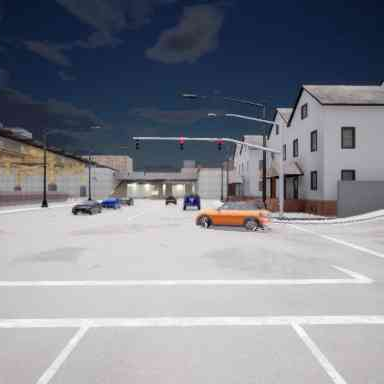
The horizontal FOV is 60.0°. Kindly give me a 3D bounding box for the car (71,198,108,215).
[{"bbox_3d":[-10.683,1.547,34.345,2.033,1.411,5.357,0,0,0],"label":"car"}]

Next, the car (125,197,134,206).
[{"bbox_3d":[-10.718,1.526,54.343,1.812,1.442,4.674,0,0,0],"label":"car"}]

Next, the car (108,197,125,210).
[{"bbox_3d":[-10.703,1.478,44.068,1.882,1.535,5.008,0,0,0],"label":"car"}]

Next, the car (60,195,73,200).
[{"bbox_3d":[-31.915,1.295,84.273,1.853,1.218,4.536,0,0,-37],"label":"car"}]

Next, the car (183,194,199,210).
[{"bbox_3d":[-0.010,1.221,44.194,2.150,2.045,5.566,0,0,0],"label":"car"}]

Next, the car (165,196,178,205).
[{"bbox_3d":[-3.641,1.505,58.578,1.837,1.490,4.892,0,0,0],"label":"car"}]

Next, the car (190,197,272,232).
[{"bbox_3d":[2.529,1.366,20.547,4.553,1.767,2.097,0,0,31],"label":"car"}]

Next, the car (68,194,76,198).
[{"bbox_3d":[-31.884,1.452,84.231,2.038,1.542,4.974,0,0,-37],"label":"car"}]

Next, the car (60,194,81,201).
[{"bbox_3d":[-32.686,1.452,89.596,2.038,1.542,4.974,0,0,28],"label":"car"}]
